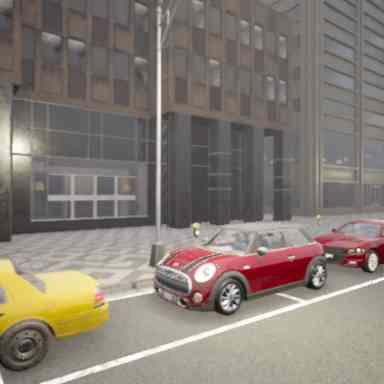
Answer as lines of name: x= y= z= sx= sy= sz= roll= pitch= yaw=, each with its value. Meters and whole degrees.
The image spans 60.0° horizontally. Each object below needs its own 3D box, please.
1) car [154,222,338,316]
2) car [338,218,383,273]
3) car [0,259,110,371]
car: x=1.173 y=1.452 z=7.492 sx=4.097 sy=1.590 sz=1.967 roll=0 pitch=0 yaw=-36
car: x=5.725 y=1.565 z=10.756 sx=4.507 sy=1.381 sz=1.887 roll=0 pitch=0 yaw=-36
car: x=-3.518 y=1.528 z=4.130 sx=4.829 sy=1.417 sz=1.752 roll=0 pitch=0 yaw=-36
